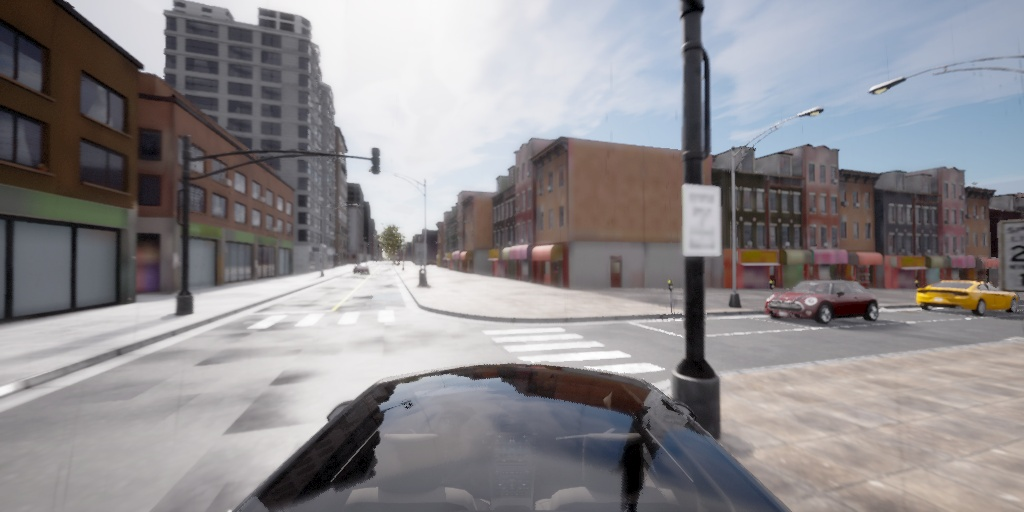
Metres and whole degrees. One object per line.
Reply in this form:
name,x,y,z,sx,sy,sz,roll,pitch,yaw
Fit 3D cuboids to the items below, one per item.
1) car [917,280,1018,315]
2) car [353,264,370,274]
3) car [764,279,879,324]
car,22.217,1.944,17.503,5.008,1.535,1.882,1,-1,-19
car,-20.758,1.762,49.592,1.994,1.385,4.181,0,-1,-19
car,11.857,1.657,13.811,4.097,1.591,1.967,0,0,-19
